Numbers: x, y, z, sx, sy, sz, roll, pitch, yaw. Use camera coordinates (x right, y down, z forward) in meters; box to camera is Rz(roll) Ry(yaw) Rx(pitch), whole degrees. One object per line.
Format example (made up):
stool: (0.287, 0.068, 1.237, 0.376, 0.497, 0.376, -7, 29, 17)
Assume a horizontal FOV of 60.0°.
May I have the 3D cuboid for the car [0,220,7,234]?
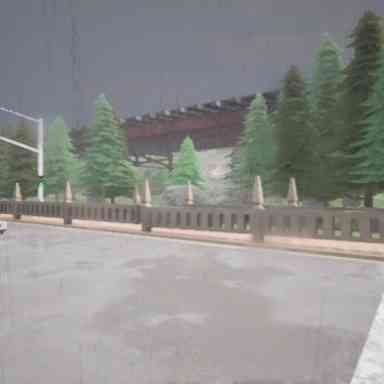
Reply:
car: (-11.034, 1.585, 16.161, 4.718, 1.301, 1.895, 0, 0, 35)
